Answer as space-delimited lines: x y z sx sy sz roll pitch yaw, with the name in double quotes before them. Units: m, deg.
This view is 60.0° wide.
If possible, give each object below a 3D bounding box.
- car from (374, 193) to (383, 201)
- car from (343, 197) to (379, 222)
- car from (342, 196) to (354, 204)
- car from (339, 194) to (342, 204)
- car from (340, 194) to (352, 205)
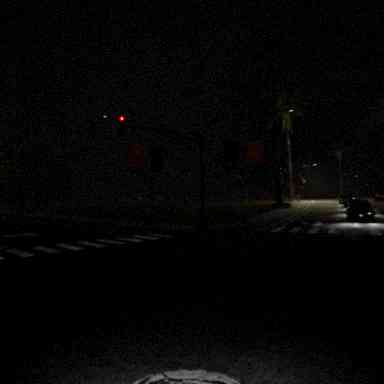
"car" 33.692 1.000 59.193 2.128 1.511 4.902 -1 0 19
"car" 12.685 1.364 25.170 1.837 1.490 4.892 -1 0 25
"car" 16.529 1.368 33.536 1.994 1.385 4.181 -1 0 24
"car" 24.144 1.042 51.998 2.097 1.767 4.553 -1 0 21
"car" 20.422 1.310 42.549 1.994 1.385 4.181 -1 0 23
